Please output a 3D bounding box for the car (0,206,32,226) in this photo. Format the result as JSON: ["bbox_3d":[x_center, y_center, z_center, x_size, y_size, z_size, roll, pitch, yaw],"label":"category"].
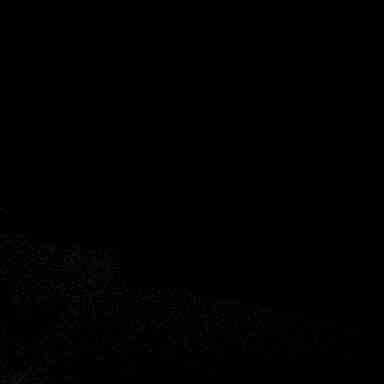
[{"bbox_3d":[-13.590,1.782,24.162,1.812,1.442,4.674,-1,0,36],"label":"car"}]
